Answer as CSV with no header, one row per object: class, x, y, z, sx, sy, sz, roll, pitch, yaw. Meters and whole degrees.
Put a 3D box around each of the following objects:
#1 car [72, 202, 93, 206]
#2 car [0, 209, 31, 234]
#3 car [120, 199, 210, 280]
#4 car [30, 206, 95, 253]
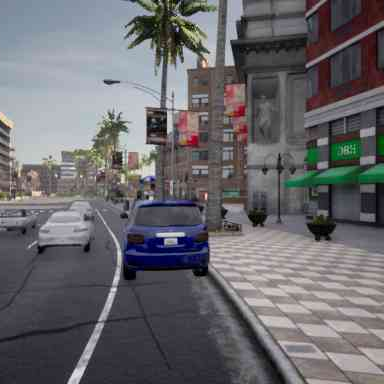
car,-9.109,1.517,27.311,1.812,1.442,4.674,0,0,-17
car,-10.114,1.592,18.894,1.895,1.301,4.718,0,0,-17
car,-0.984,1.218,10.212,2.150,2.045,5.566,0,0,-11
car,-5.077,1.522,13.739,1.812,1.442,4.674,0,-1,-14
